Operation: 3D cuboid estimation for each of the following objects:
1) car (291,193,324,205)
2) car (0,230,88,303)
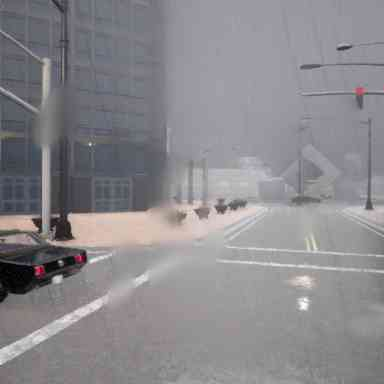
[{"bbox_3d":[19.449,1.364,56.643,4.892,1.490,1.837,0,1,22],"label":"car"},{"bbox_3d":[-4.964,1.566,7.754,4.718,1.301,1.895,0,0,18],"label":"car"}]
